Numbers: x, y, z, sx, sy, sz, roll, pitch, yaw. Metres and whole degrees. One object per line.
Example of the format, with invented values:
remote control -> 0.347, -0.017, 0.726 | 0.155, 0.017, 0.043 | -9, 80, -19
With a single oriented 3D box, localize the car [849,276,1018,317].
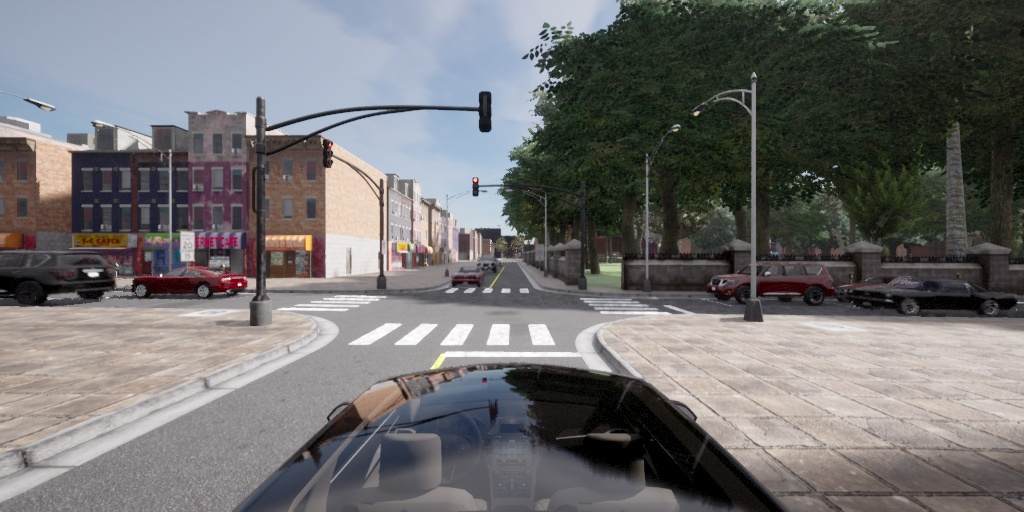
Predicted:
car -> 15.873, 1.544, 13.796 | 4.718, 1.301, 1.895 | 1, 0, 0

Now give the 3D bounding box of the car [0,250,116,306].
car -> -19.035, 0.789, 13.981 | 5.566, 2.045, 2.150 | 1, 0, -1

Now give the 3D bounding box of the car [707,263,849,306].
car -> 11.711, 1.206, 16.349 | 5.009, 1.841, 2.192 | 0, 0, 0

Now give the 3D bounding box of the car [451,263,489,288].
car -> -2.852, 1.354, 24.157 | 1.895, 1.301, 4.718 | 0, 0, 0

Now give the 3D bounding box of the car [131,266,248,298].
car -> -14.717, 1.153, 16.438 | 4.507, 1.381, 1.888 | 0, 0, 0

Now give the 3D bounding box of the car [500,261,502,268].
car -> -2.769, 1.286, 62.045 | 1.994, 1.385, 4.181 | 0, 0, 0

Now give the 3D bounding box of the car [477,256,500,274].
car -> -2.848, 0.967, 42.015 | 2.150, 2.045, 5.566 | 0, 0, 0
